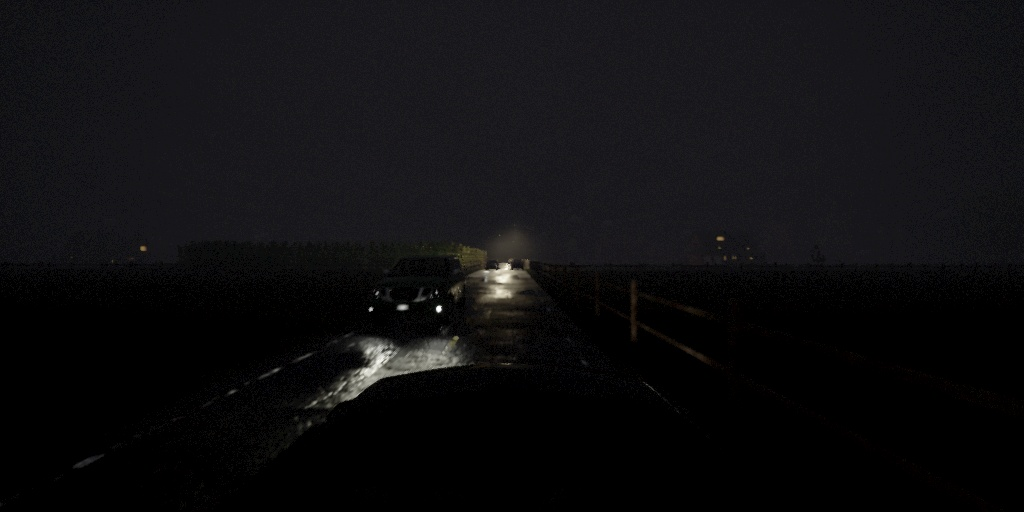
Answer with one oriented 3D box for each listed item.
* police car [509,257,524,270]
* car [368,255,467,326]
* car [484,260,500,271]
[{"bbox_3d":[0.821,1.277,55.709,1.930,1.638,5.238,0,0,0],"label":"police car"},{"bbox_3d":[-2.849,0.974,12.101,2.150,2.045,5.566,0,0,0],"label":"car"},{"bbox_3d":[-2.828,1.341,51.468,1.837,1.490,4.892,0,0,0],"label":"car"}]
